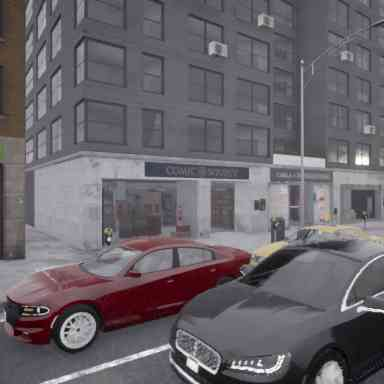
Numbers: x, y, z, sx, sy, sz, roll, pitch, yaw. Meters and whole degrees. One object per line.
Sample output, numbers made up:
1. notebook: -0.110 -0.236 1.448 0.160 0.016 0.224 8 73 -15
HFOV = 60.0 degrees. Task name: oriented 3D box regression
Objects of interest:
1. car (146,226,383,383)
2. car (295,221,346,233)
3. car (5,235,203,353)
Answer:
1. car: 1.989 1.505 4.773 4.892 1.490 1.837 0 0 -35
2. car: 3.626 1.525 9.302 4.829 1.417 1.752 0 0 -35
3. car: -0.867 1.545 6.132 4.507 1.381 1.887 0 0 -35
